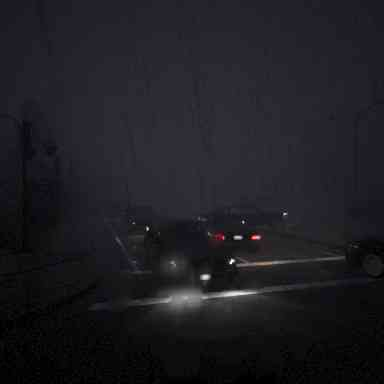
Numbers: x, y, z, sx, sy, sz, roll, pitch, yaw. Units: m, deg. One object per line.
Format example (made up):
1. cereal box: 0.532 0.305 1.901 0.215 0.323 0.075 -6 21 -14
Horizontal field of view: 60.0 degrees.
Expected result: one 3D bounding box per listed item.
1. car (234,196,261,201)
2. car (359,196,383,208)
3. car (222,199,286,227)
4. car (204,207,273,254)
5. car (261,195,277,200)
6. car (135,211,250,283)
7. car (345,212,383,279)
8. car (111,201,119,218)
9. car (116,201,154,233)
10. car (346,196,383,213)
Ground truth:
1. car: 7.307 1.287 46.187 2.007 1.523 4.514 0 0 -17
2. car: 23.857 1.273 43.239 1.845 1.501 3.633 0 0 -17
3. car: 2.835 1.467 19.916 5.357 1.411 2.033 -3 1 -15
4. car: 1.347 1.538 13.410 2.033 1.411 5.357 0 0 -4
5. car: 10.294 1.277 47.147 2.152 1.636 5.027 0 0 -17
6. car: -0.369 1.543 10.128 2.033 1.411 5.357 0 0 -15
7. car: 6.536 1.475 8.267 5.008 1.535 1.882 0 0 39
8. car: -6.290 1.515 30.106 2.033 1.411 5.357 0 0 -17
9. car: -3.116 1.529 19.958 2.033 1.411 5.357 0 0 -17
10. car: 15.568 1.356 29.241 1.970 1.475 3.806 0 0 -17
